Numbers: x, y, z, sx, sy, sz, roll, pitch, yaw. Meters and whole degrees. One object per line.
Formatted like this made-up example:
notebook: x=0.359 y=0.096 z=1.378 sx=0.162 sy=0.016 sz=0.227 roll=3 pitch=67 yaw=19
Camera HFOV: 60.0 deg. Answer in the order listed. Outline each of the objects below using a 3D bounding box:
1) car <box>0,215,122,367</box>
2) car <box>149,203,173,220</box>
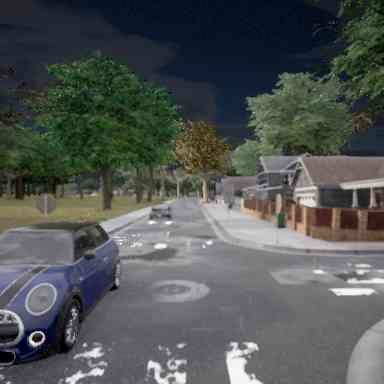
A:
car: x=-2.748 y=1.400 z=6.200 sx=2.097 sy=1.767 sz=4.553 roll=0 pitch=0 yaw=0
car: x=-2.753 y=1.744 z=30.413 sx=1.812 sy=1.442 sz=4.674 roll=0 pitch=0 yaw=0
